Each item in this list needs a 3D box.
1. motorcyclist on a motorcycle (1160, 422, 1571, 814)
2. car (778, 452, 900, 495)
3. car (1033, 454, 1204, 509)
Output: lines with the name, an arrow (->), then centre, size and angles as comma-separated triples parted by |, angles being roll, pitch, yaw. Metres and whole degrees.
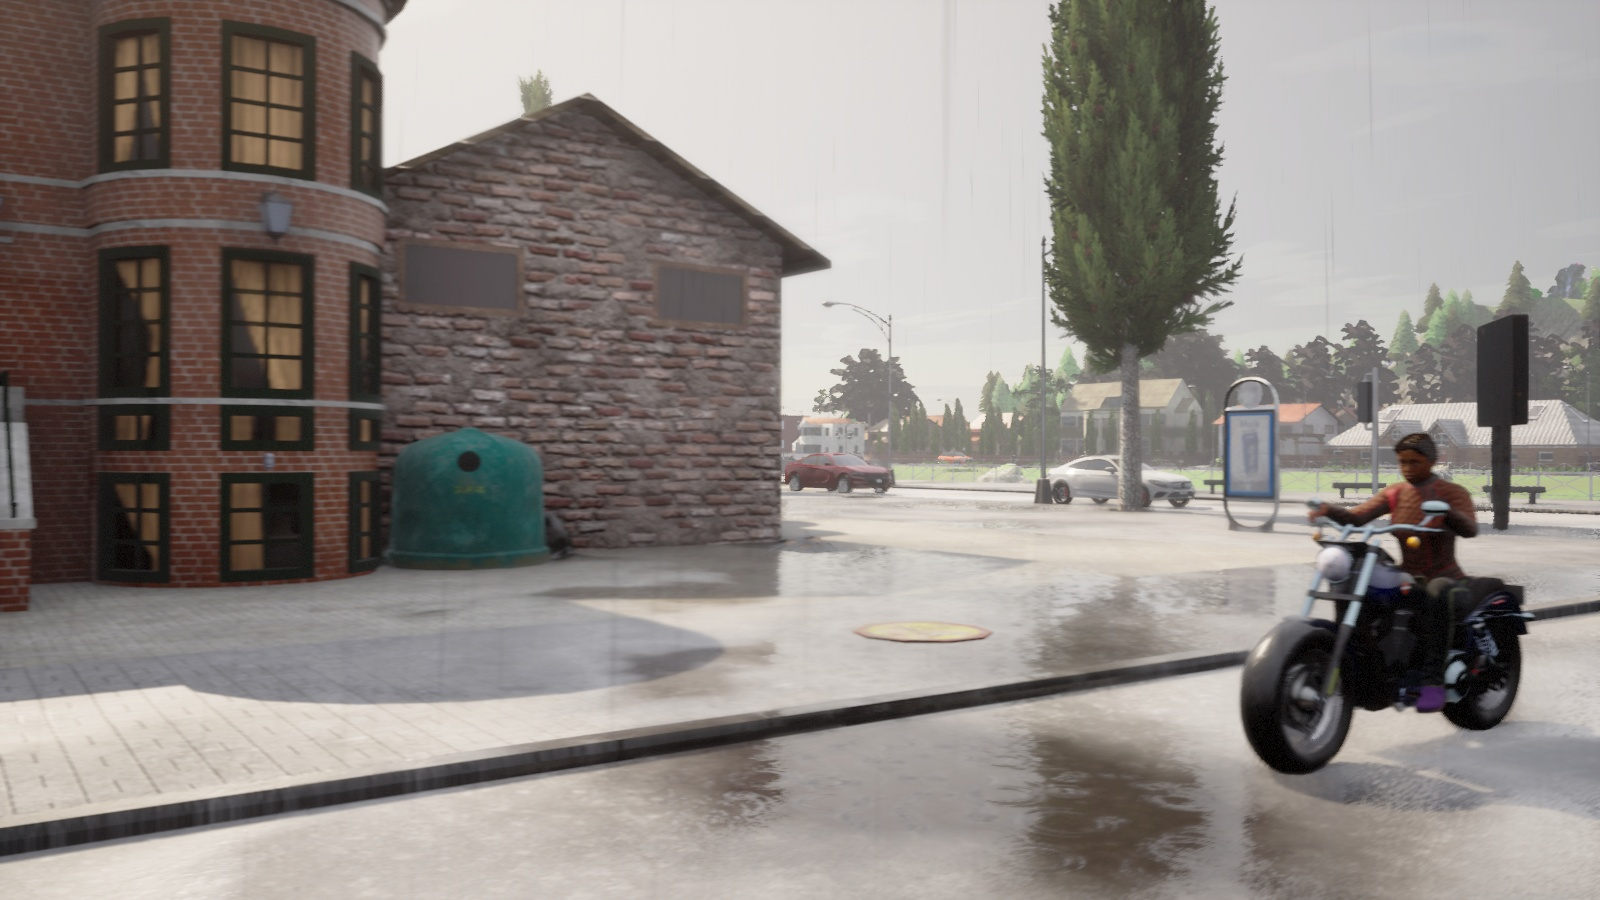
motorcyclist on a motorcycle -> 2.885, 0.704, 6.275 | 2.350, 1.649, 0.766 | 0, 0, -35
car -> 1.379, 0.834, 46.642 | 1.882, 1.535, 5.008 | 0, 0, -35
car -> 8.966, 0.839, 35.751 | 1.812, 1.442, 4.674 | 0, 0, -35
